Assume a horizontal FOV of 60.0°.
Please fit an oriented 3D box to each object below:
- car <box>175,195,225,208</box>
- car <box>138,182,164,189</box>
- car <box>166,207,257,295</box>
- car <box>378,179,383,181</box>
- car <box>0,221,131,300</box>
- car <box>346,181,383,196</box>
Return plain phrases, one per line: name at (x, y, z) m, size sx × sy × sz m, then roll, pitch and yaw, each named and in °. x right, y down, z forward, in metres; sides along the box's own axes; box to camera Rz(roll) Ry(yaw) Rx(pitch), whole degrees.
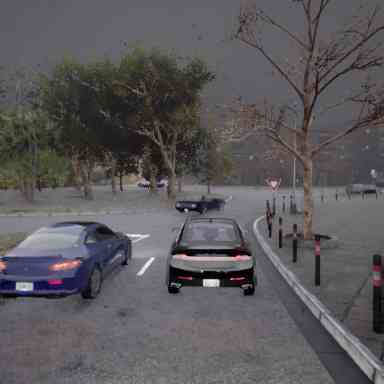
car at (0.736, 0.858, 25.019) m, size 1.895 × 1.301 × 4.718 m, roll 2°, pitch 4°, yaw 30°
car at (-7.709, -1.274, 62.128) m, size 4.718 × 1.301 × 1.895 m, roll 1°, pitch 3°, yaw 14°
car at (0.475, 1.398, 8.500) m, size 2.128 × 1.511 × 4.902 m, roll 0°, pitch 1°, yaw 3°
car at (34.491, -1.565, 59.918) m, size 2.185 × 1.767 × 4.553 m, roll -1°, pitch 4°, yaw -16°
car at (-2.795, 1.434, 8.080) m, size 1.812 × 1.442 × 4.674 m, roll 0°, pitch 1°, yaw 3°
car at (21.950, -0.303, 42.469) m, size 4.902 × 1.511 × 2.128 m, roll -2°, pitch 4°, yaw -23°
